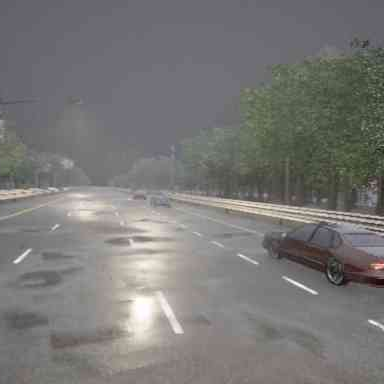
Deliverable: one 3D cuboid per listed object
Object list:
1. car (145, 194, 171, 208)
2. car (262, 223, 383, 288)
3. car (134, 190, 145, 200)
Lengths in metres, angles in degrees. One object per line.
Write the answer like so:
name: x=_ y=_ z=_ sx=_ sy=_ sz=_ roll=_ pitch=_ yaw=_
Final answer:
car: x=-3.676 y=1.068 z=38.293 sx=2.033 sy=1.411 sz=5.357 roll=2 pitch=1 yaw=-15
car: x=4.044 y=1.624 z=9.730 sx=2.033 sy=1.411 sz=5.357 roll=2 pitch=1 yaw=-15
car: x=-9.474 y=0.449 z=60.403 sx=2.097 sy=1.767 sz=4.553 roll=2 pitch=0 yaw=-12
